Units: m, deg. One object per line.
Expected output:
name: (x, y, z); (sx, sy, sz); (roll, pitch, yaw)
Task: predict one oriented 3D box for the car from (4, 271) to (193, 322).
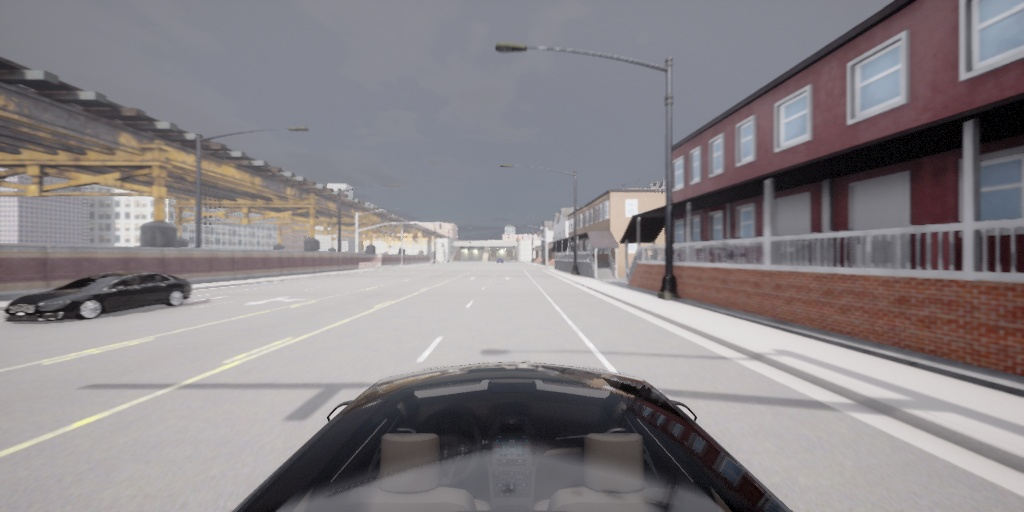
car: (-14.003, 1.336, 12.636); (1.837, 1.490, 4.892); (0, 1, 0)
